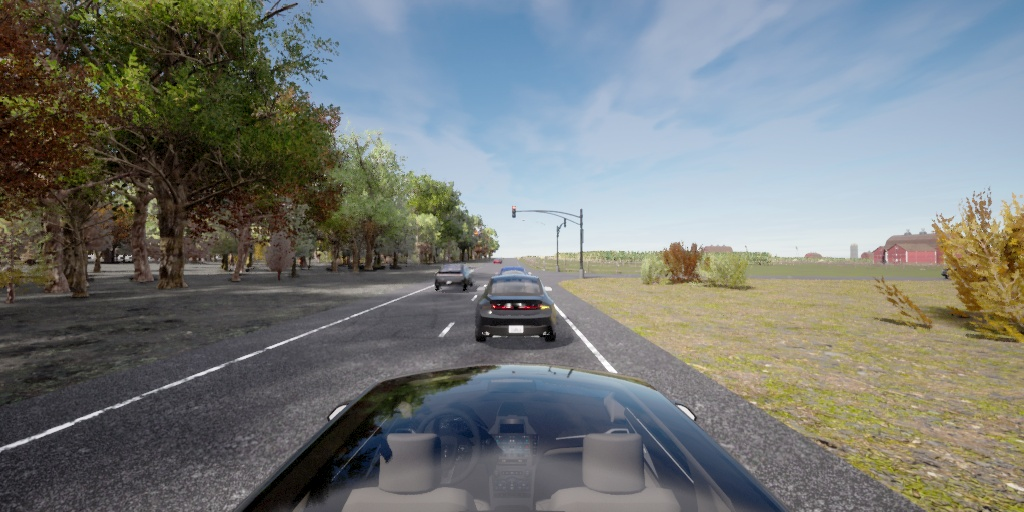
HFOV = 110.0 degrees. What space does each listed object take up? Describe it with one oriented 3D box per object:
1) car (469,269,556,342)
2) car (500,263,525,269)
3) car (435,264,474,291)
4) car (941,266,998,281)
[{"bbox_3d":[0.078,1.257,9.773,1.837,1.490,4.892,0,0,0],"label":"car"},{"bbox_3d":[0.069,1.280,19.022,1.812,1.442,4.674,0,0,0],"label":"car"},{"bbox_3d":[-3.453,1.246,22.010,2.128,1.511,4.902,0,0,0],"label":"car"},{"bbox_3d":[48.419,1.768,37.793,4.902,1.511,2.128,1,-1,0],"label":"car"}]
